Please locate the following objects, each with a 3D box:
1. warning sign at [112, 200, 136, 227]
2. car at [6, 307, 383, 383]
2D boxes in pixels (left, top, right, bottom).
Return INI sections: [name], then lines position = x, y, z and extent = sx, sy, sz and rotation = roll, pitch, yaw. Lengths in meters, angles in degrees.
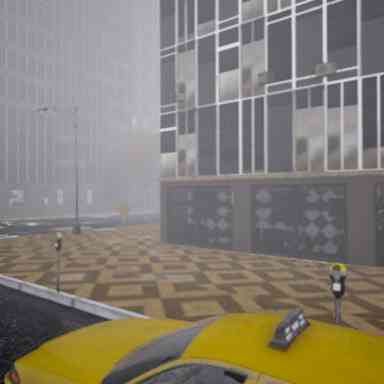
[warning sign]
position = -4.949, 1.558, 24.318
extent = 1.300, 1.860, 1.060
rotation = 1, 0, 33
[car]
position = 0.449, 1.531, 2.400
extent = 4.829, 1.417, 1.752
rotation = 0, 0, 36
